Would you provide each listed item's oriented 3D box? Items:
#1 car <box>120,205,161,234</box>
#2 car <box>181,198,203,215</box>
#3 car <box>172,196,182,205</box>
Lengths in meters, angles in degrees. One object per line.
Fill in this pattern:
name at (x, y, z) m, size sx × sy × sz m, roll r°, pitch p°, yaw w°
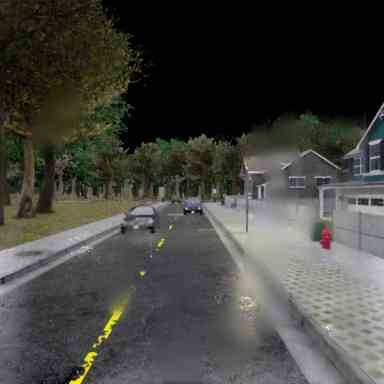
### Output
car at (-2.850, 1.529, 19.257) m, size 1.812 × 1.442 × 4.674 m, roll 0°, pitch 0°, yaw 0°
car at (0.102, 1.614, 33.931) m, size 1.895 × 1.301 × 4.718 m, roll 0°, pitch 0°, yaw 0°
car at (-2.746, 1.505, 61.581) m, size 2.033 × 1.411 × 5.357 m, roll 0°, pitch 0°, yaw 0°
